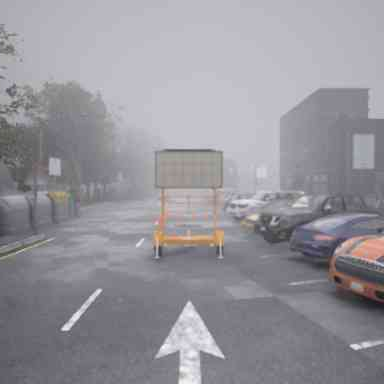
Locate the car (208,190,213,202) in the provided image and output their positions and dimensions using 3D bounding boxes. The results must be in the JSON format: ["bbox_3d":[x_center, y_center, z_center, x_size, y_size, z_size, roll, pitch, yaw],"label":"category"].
[{"bbox_3d":[4.981,0.916,40.201,5.008,1.535,2.097,1,0,-21],"label":"car"}]

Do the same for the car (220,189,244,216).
[{"bbox_3d":[5.114,0.902,22.164,5.566,2.045,2.435,1,1,-20],"label":"car"}]

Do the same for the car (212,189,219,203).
[{"bbox_3d":[5.050,0.830,37.197,4.553,1.767,2.185,1,1,-21],"label":"car"}]

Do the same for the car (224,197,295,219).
[{"bbox_3d":[5.088,1.142,25.168,4.792,1.488,2.163,1,1,-21],"label":"car"}]

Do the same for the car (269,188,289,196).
[{"bbox_3d":[23.088,0.080,88.557,2.435,2.045,5.566,0,0,-22],"label":"car"}]

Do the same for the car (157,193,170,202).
[{"bbox_3d":[-4.588,0.794,54.564,2.033,1.411,5.357,0,1,0],"label":"car"}]

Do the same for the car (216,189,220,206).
[{"bbox_3d":[5.035,0.906,31.180,4.553,1.767,2.185,1,1,-20],"label":"car"}]

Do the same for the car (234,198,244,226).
[{"bbox_3d":[5.007,1.234,16.108,5.366,1.575,1.946,0,1,-20],"label":"car"}]

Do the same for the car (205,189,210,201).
[{"bbox_3d":[4.846,0.476,55.233,5.566,2.045,2.435,1,1,-21],"label":"car"}]

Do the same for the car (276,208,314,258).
[{"bbox_3d":[5.223,1.368,10.176,4.674,1.452,2.002,1,1,-20],"label":"car"}]

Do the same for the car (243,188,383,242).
[{"bbox_3d":[5.194,1.032,13.149,5.566,2.045,2.435,1,1,-21],"label":"car"}]

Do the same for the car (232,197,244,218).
[{"bbox_3d":[5.130,1.225,19.167,4.792,1.488,2.163,1,1,-20],"label":"car"}]

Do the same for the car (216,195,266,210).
[{"bbox_3d":[5.043,1.033,34.191,4.674,1.452,2.002,1,1,-20],"label":"car"}]

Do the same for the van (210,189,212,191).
[{"bbox_3d":[5.070,0.654,43.244,4.442,1.987,1.878,1,1,-21],"label":"van"}]

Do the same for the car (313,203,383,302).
[{"bbox_3d":[5.283,1.248,7.177,4.553,1.767,2.185,1,1,-20],"label":"car"}]

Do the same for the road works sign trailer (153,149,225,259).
[{"bbox_3d":[-0.112,0.280,11.814,2.380,3.560,2.880,0,1,-1],"label":"road works sign trailer"}]

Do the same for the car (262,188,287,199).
[{"bbox_3d":[17.645,0.287,71.359,2.435,2.045,5.566,0,1,-22],"label":"car"}]
